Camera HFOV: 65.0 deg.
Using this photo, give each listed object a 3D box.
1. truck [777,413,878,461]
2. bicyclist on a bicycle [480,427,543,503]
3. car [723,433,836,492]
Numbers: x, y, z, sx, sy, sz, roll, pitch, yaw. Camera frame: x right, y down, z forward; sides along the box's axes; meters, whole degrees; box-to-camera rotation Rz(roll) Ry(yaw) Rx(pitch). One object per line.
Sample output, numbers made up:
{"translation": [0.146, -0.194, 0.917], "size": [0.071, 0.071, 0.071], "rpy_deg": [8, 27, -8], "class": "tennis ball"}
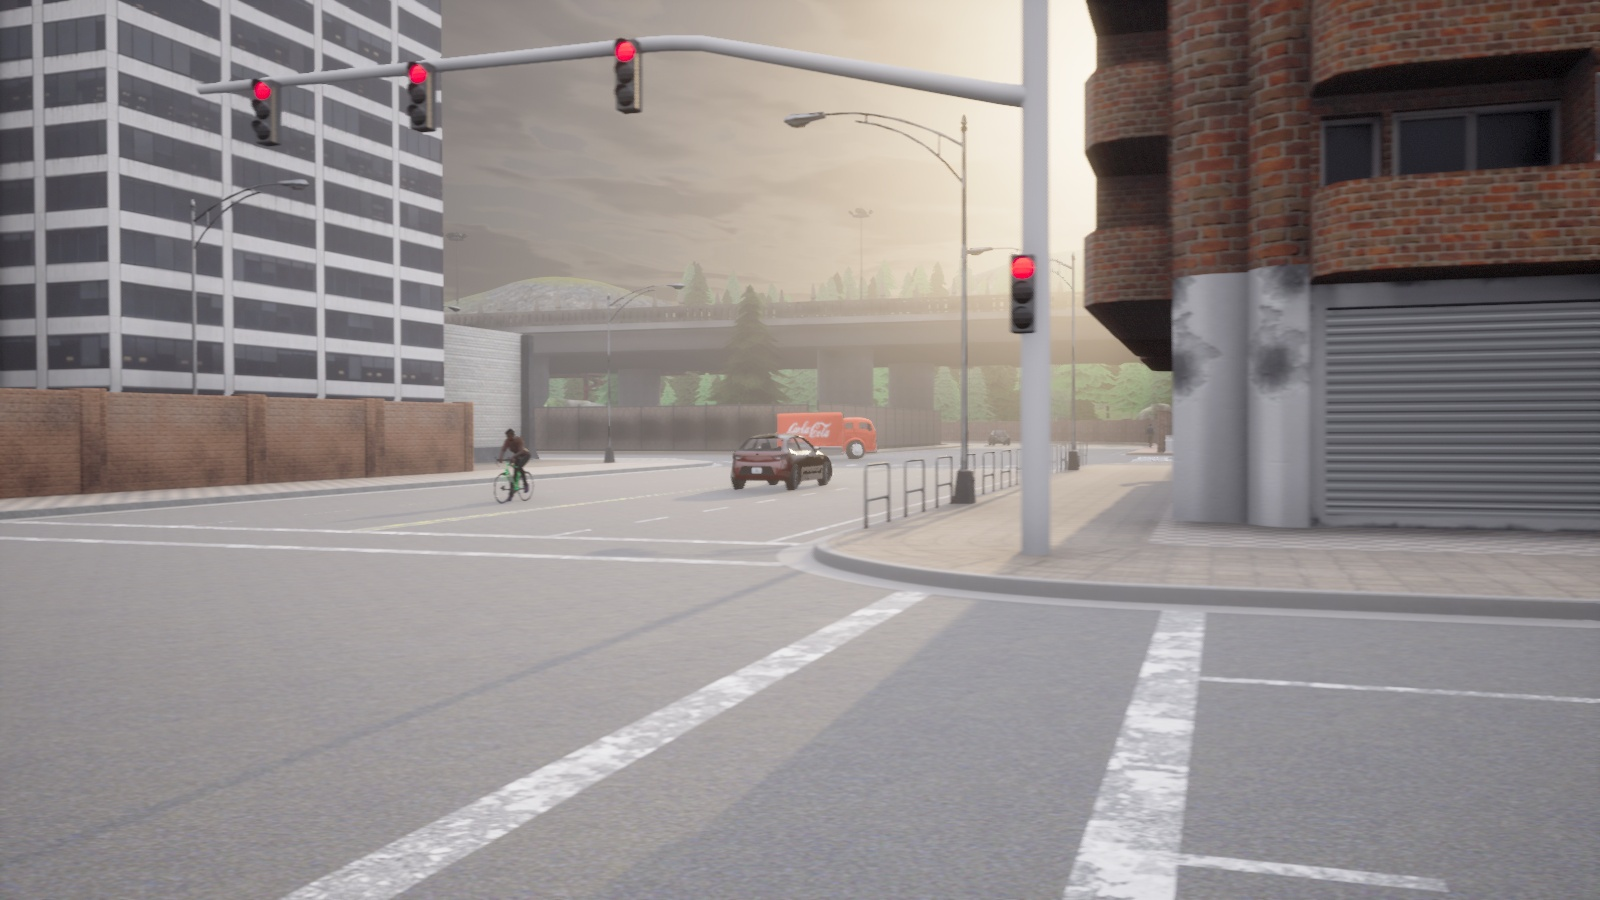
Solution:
{"translation": [1.406, -0.714, 65.652], "size": [5.204, 2.467, 2.627], "rpy_deg": [0, 2, -1], "class": "truck"}
{"translation": [-6.345, 0.312, 27.714], "size": [0.582, 1.620, 1.656], "rpy_deg": [1, 1, 18], "class": "bicyclist on a bicycle"}
{"translation": [-0.483, 0.289, 34.292], "size": [1.816, 1.474, 4.193], "rpy_deg": [1, 1, 18], "class": "car"}
